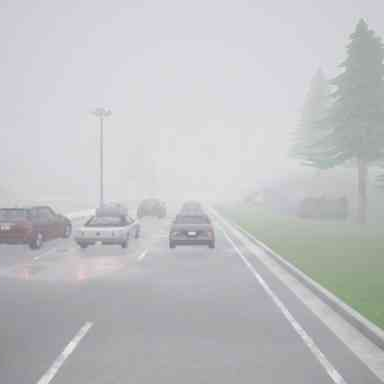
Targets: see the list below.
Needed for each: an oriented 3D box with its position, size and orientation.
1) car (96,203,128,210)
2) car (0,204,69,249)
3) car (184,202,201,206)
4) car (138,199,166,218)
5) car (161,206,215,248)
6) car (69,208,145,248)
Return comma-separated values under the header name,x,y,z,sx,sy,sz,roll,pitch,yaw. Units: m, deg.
name,x,y,z,sx,sy,sz,roll,pitch,yaw
car,-7.000,1.614,29.680,1.895,1.301,4.718,0,0,0
car,-7.000,1.363,14.620,2.097,1.767,4.553,0,0,0
car,0.000,1.561,29.650,2.033,1.411,5.357,0,0,0
car,-3.500,1.363,29.620,2.097,1.767,4.553,0,0,0
car,0.000,1.560,14.650,2.033,1.411,5.357,0,0,0
car,-3.500,1.613,14.680,1.895,1.301,4.718,0,0,0
